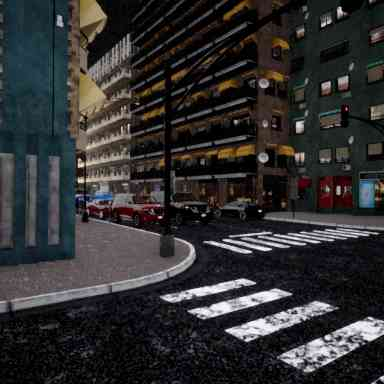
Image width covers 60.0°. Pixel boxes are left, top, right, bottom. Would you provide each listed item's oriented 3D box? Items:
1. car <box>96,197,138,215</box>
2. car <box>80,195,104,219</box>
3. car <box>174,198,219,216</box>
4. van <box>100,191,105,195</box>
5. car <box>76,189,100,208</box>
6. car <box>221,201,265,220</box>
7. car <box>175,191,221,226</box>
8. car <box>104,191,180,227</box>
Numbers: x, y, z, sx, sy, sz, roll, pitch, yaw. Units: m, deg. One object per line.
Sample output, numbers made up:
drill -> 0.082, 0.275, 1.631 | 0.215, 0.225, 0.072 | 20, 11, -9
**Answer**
car -> -6.762, 1.201, 29.616 | 1.895, 1.301, 4.718 | 1, 0, -36
car -> -6.480, 1.182, 24.819 | 1.887, 1.381, 4.507 | 2, 0, -36
car -> 0.337, 1.288, 29.691 | 1.802, 1.307, 4.206 | 2, 0, -36
van -> -12.697, 0.725, 47.760 | 1.690, 1.788, 3.998 | 2, 0, -36
car -> -12.913, 0.669, 38.171 | 2.150, 2.045, 5.566 | 1, 0, -35
car -> 3.597, 1.353, 25.174 | 1.947, 1.339, 4.313 | 2, 0, -36
car -> -0.941, 0.966, 21.551 | 2.150, 2.045, 5.566 | 1, 0, -36
car -> -3.214, 1.033, 20.302 | 2.192, 1.841, 5.009 | 2, 0, -36
